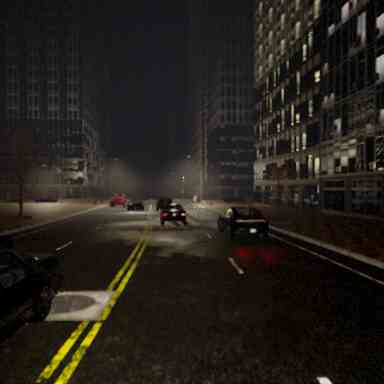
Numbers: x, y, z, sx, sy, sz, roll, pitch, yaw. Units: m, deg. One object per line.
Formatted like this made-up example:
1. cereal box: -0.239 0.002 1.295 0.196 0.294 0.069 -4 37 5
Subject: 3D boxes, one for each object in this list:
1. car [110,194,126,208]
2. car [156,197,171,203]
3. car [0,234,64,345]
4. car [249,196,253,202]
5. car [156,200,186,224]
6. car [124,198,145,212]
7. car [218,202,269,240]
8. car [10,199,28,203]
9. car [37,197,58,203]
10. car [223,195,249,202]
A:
1. car: -11.315 1.317 51.349 2.150 2.045 5.566 0 0 -7
2. car: -3.390 1.417 41.322 2.097 1.767 4.553 0 0 -7
3. car: -3.450 1.561 4.498 2.033 1.411 5.357 0 0 -2
4. car: 13.720 1.696 80.819 4.829 1.417 1.752 0 0 -6
5. car: -1.477 1.589 25.161 2.033 1.411 5.357 0 0 -6
6. car: -6.645 1.636 39.597 1.994 1.385 4.181 0 0 -7
7. car: 2.535 1.512 17.256 2.128 1.511 4.902 0 0 -4
8. car: -35.226 1.578 67.238 4.206 1.307 1.802 0 0 -6
9. car: -29.567 1.597 67.786 4.313 1.339 1.947 0 0 -6
10. car: 9.143 1.577 71.921 5.009 1.841 2.192 0 0 -6
